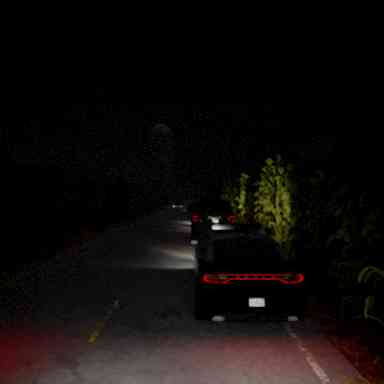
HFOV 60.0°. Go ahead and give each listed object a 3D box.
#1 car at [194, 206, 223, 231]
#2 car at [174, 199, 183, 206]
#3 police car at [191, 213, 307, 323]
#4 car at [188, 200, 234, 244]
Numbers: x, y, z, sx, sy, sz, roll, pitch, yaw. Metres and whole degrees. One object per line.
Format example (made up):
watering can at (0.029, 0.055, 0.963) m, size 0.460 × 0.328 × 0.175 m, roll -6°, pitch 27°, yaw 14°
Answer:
car at (1.067, 1.774, 23.541) m, size 1.812 × 1.442 × 4.674 m, roll 0°, pitch -1°, yaw 0°
car at (-2.885, 2.299, 70.845) m, size 2.033 × 1.411 × 5.357 m, roll 0°, pitch -1°, yaw 0°
police car at (0.998, 1.506, 7.654) m, size 1.930 × 1.638 × 5.238 m, roll 0°, pitch -1°, yaw 0°
car at (1.041, 1.406, 17.575) m, size 2.150 × 2.045 × 5.566 m, roll 0°, pitch -1°, yaw 0°
